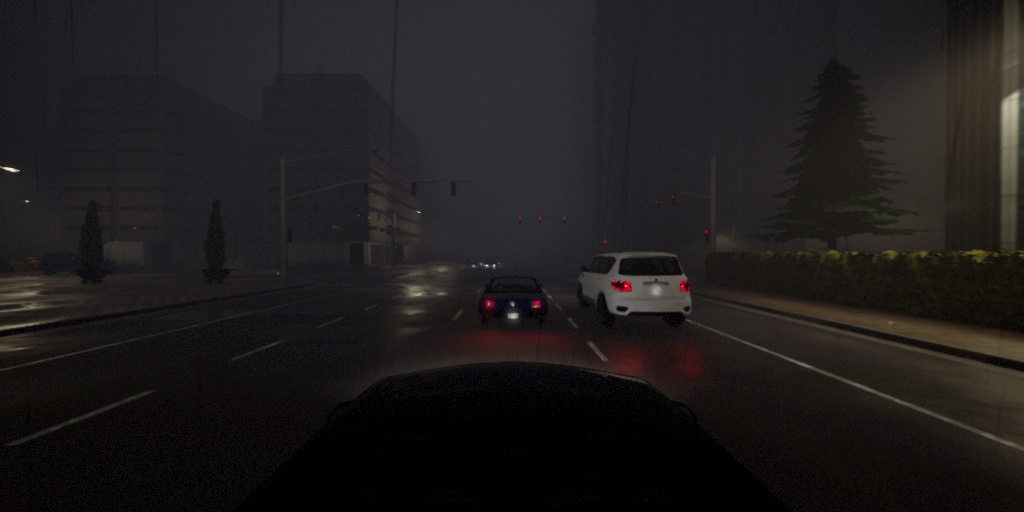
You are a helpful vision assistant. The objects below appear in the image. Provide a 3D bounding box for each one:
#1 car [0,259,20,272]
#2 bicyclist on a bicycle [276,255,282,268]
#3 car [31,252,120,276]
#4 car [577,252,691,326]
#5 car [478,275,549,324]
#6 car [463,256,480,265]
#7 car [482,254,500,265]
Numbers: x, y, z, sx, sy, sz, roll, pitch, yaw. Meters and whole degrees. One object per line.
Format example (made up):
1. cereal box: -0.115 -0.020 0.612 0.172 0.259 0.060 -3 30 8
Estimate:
1. car: -53.305 1.011 36.181 4.181 1.385 1.994 0 0 1
2. bicyclist on a bicycle: -28.651 0.683 44.272 0.582 1.620 1.656 0 1 1
3. car: -39.034 0.703 32.393 5.566 2.045 2.150 0 0 1
4. car: 3.550 0.889 11.457 2.150 2.045 5.566 0 1 0
5. car: 0.053 1.266 11.577 1.895 1.301 4.718 0 0 1
6. car: -7.058 0.721 60.936 1.882 1.535 5.008 0 1 1
7. car: -3.559 0.808 60.925 1.994 1.385 4.181 0 1 1
